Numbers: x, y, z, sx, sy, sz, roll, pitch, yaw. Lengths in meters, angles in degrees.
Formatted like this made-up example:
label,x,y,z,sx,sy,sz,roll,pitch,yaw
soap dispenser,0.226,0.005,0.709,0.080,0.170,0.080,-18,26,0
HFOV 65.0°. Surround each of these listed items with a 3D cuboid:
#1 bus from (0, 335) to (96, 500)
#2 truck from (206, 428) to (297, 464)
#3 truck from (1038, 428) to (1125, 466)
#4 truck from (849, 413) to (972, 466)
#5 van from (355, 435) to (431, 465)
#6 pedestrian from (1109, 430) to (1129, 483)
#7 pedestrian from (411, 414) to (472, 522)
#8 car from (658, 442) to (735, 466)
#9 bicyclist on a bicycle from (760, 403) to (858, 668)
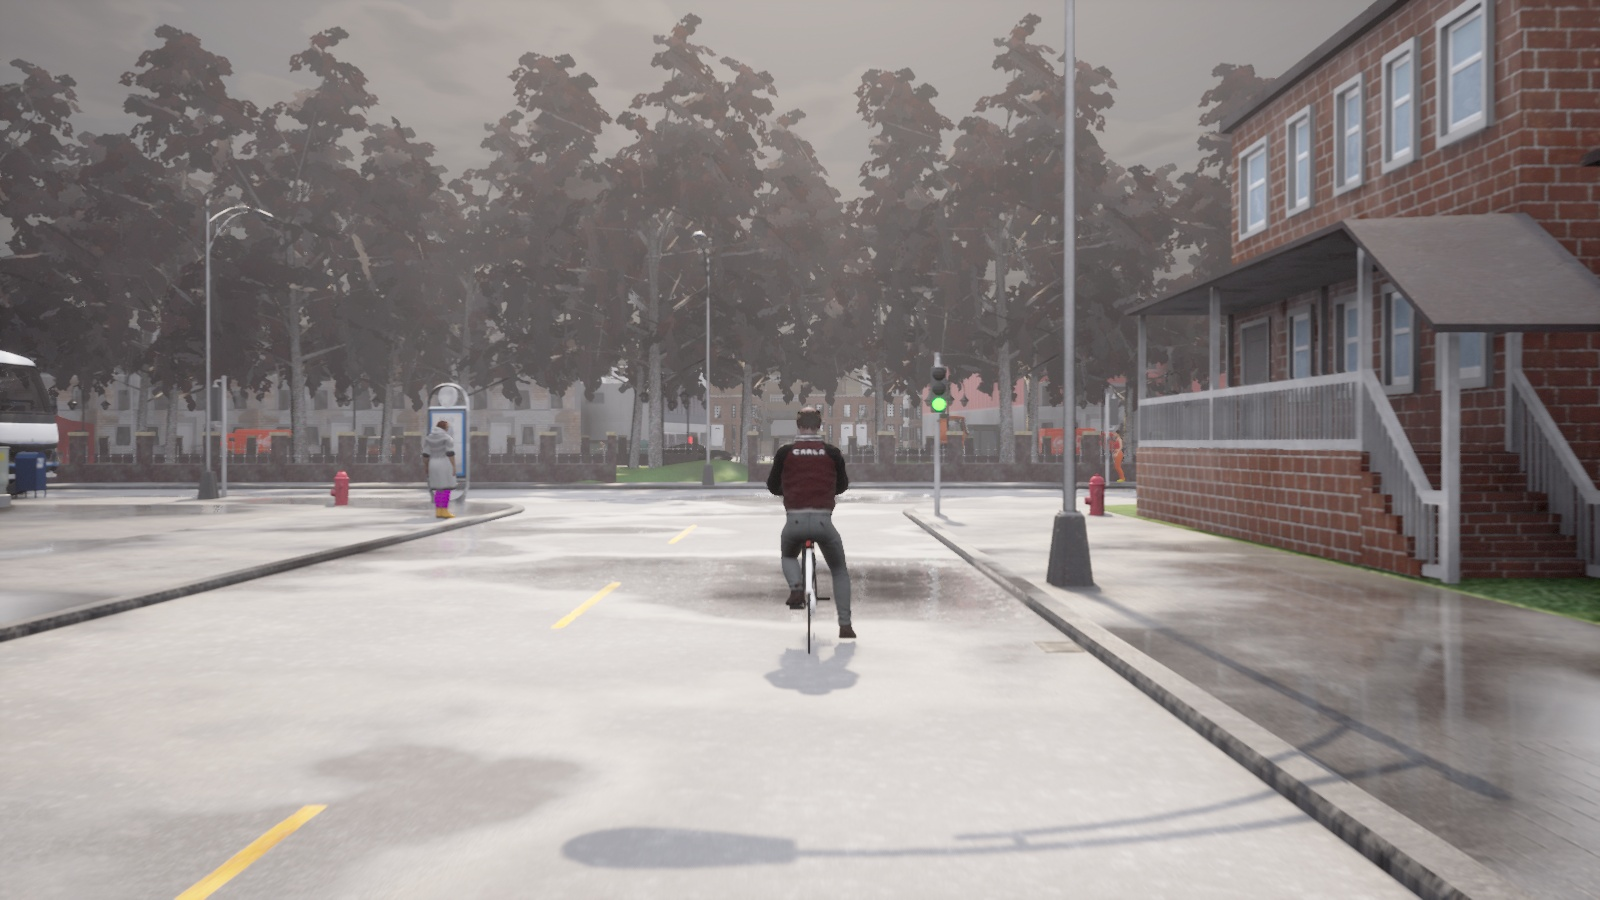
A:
label,x,y,z,sx,sy,sz,roll,pitch,yaw
bus,-25.560,-0.845,34.490,10.273,4.253,3.944,0,0,1
truck,-38.327,-0.266,87.808,5.204,2.467,2.627,0,0,0
truck,18.680,-0.188,83.574,5.204,2.467,2.627,-1,0,0
truck,7.263,-0.704,83.624,7.936,3.462,2.891,0,0,0
van,-27.122,0.005,83.772,4.442,1.987,1.775,0,0,0
pedestrian,11.093,0.219,43.674,0.594,1.836,0.345,0,0,1
pedestrian,-6.616,0.320,23.200,0.659,1.952,0.873,0,0,28
car,-6.881,0.247,83.697,5.008,1.535,1.882,0,0,0
bicyclist on a bicycle,0.066,0.564,9.338,0.659,1.776,1.843,0,1,0
